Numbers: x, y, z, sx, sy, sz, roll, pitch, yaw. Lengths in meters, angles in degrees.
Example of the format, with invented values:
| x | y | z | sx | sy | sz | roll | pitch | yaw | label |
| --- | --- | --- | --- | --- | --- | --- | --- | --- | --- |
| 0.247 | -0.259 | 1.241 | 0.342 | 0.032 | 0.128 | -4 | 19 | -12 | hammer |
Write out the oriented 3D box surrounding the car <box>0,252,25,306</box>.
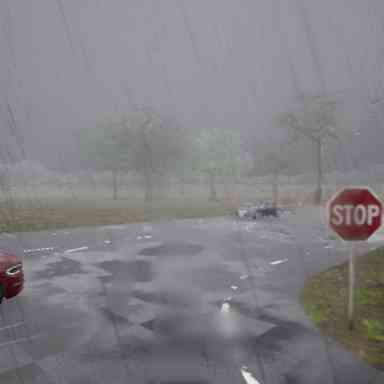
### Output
| x | y | z | sx | sy | sz | roll | pitch | yaw | label |
| --- | --- | --- | --- | --- | --- | --- | --- | --- | --- |
| -5.419 | 1.442 | 5.282 | 1.882 | 1.535 | 5.008 | 2 | 2 | 44 | car |

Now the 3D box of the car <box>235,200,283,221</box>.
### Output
| x | y | z | sx | sy | sz | roll | pitch | yaw | label |
| --- | --- | --- | --- | --- | --- | --- | --- | --- | --- |
| 5.357 | 1.374 | 26.288 | 2.128 | 1.511 | 4.902 | 2 | 2 | 44 | car |
